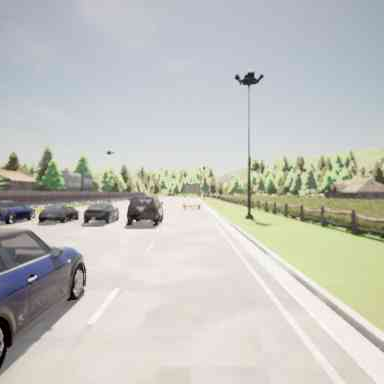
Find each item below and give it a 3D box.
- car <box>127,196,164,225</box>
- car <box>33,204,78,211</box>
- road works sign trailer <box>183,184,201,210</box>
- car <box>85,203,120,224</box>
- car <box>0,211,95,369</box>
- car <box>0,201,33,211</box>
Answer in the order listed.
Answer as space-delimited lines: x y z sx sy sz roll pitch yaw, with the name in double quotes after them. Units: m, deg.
-3.400 1.310 24.788 2.150 2.045 5.566 0 0 0 "car"
-10.399 1.658 26.288 1.994 1.385 4.181 0 0 0 "car"
0.002 0.629 46.164 2.380 3.560 2.880 0 0 0 "road works sign trailer"
-6.900 1.597 25.688 1.837 1.490 4.892 0 0 0 "car"
-3.399 1.372 5.564 2.097 1.767 4.553 0 0 0 "car"
-13.900 1.442 25.355 2.097 1.767 4.553 0 0 0 "car"
